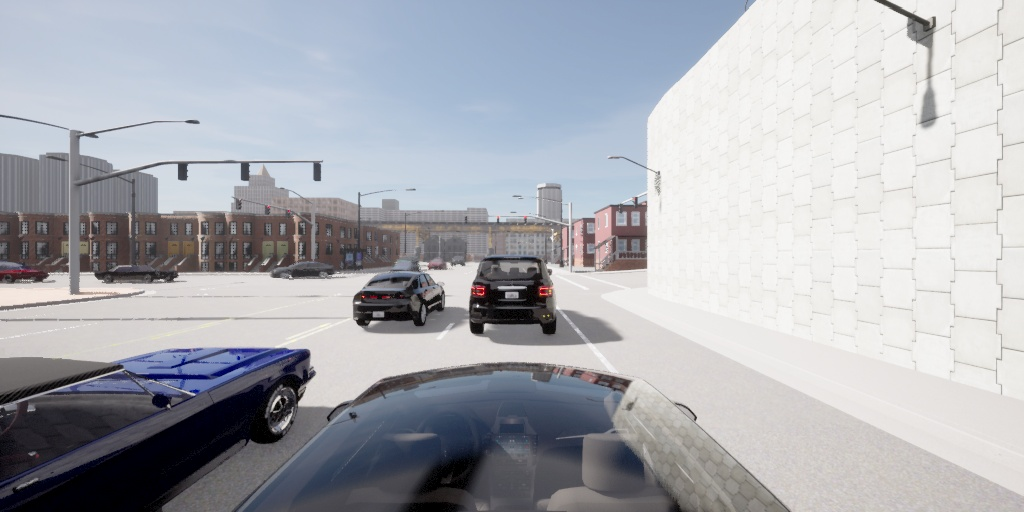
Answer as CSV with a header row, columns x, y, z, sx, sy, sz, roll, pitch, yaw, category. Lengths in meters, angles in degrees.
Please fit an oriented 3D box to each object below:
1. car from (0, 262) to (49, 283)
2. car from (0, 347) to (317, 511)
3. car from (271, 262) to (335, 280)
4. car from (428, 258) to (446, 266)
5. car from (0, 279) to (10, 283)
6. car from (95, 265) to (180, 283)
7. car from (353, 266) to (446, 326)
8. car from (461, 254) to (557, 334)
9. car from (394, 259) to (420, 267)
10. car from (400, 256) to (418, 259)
x,y,z,sx,sy,sz,roll,pitch,yaw,category
-38.295,1.351,27.045,4.718,1.301,1.895,0,0,0,car
-3.397,1.351,2.370,1.895,1.301,4.718,0,0,0,car
-18.264,1.256,31.536,4.892,1.490,1.837,0,4,-36,car
-10.608,1.228,51.063,1.882,1.535,5.008,0,0,0,car
-10.600,1.241,4.321,2.128,1.511,4.902,0,0,0,car
-28.178,1.351,27.081,4.718,1.301,1.895,0,0,0,car
-3.422,1.255,11.624,1.837,1.490,4.892,0,0,0,car
0.062,0.971,10.734,2.150,2.045,5.566,0,0,1,car
-10.608,1.298,35.928,2.033,1.411,5.357,0,0,0,car
-14.097,0.971,48.455,2.150,2.045,5.566,0,0,1,car
